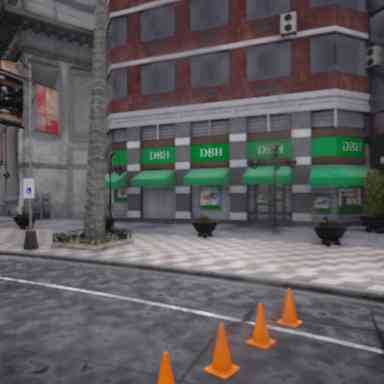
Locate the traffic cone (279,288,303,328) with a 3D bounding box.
[{"bbox_3d":[1.682,1.962,5.754,0.340,0.580,0.340,-1,0,41],"label":"traffic cone"}]

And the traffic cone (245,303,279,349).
[{"bbox_3d":[1.029,1.964,4.996,0.340,0.580,0.340,-1,0,41],"label":"traffic cone"}]

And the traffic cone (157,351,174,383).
[{"bbox_3d":[-0.276,1.969,3.481,0.340,0.580,0.340,-1,0,41],"label":"traffic cone"}]

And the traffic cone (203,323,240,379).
[{"bbox_3d":[0.377,1.967,4.239,0.340,0.580,0.340,-1,0,41],"label":"traffic cone"}]
